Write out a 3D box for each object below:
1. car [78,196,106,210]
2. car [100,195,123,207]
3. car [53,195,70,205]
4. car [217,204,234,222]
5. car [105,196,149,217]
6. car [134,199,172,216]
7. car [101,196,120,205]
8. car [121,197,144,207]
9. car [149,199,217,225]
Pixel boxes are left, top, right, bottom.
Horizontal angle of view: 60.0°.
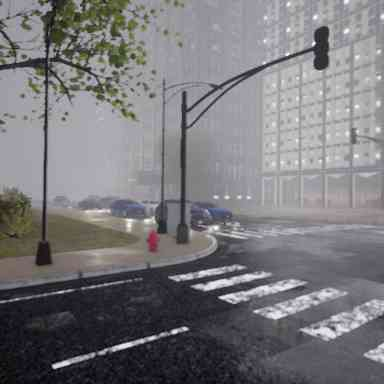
[{"bbox_3d":[-12.065,1.452,39.374,1.994,1.385,4.181,1,0,-34],"label":"car"},{"bbox_3d":[-12.787,1.326,52.389,2.097,1.767,4.553,1,-1,-33],"label":"car"},{"bbox_3d":[-20.492,1.196,52.194,1.812,1.442,4.674,1,-1,-34],"label":"car"},{"bbox_3d":[1.122,1.443,25.426,1.882,1.535,5.008,1,-1,-34],"label":"car"},{"bbox_3d":[-5.834,1.382,30.005,1.882,1.535,5.008,1,0,-34],"label":"car"},{"bbox_3d":[-3.912,1.478,32.977,1.812,1.442,4.674,1,-1,-34],"label":"car"},{"bbox_3d":[-15.154,1.536,61.760,1.812,1.442,4.674,1,-1,-34],"label":"car"},{"bbox_3d":[-9.609,1.551,53.435,1.812,1.442,4.674,1,-1,-34],"label":"car"},{"bbox_3d":[-0.716,1.269,22.331,2.097,1.767,4.553,1,-1,-34],"label":"car"}]
